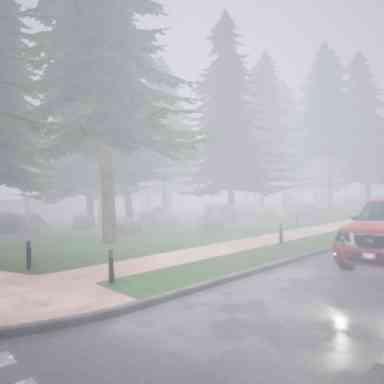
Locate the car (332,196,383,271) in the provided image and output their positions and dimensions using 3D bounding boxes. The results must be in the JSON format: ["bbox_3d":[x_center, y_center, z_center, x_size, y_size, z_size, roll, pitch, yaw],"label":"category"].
[{"bbox_3d":[6.318,1.149,9.971,5.566,2.045,2.150,-1,-1,-43],"label":"car"}]
